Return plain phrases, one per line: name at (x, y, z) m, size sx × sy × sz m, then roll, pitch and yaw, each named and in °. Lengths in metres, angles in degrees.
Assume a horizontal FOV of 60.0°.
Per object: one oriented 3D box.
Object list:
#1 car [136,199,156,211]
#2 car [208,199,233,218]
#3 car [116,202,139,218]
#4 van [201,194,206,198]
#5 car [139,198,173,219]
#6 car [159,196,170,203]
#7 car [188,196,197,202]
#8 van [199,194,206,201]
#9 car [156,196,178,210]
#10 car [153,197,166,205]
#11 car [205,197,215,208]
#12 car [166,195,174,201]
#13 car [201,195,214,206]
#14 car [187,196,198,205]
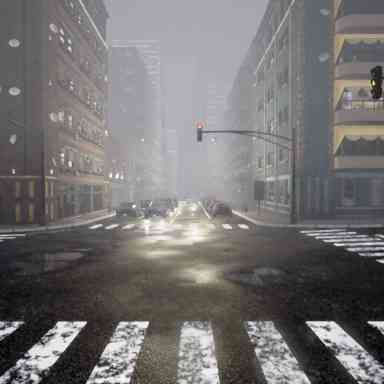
car at (-5.670, 1.573, 41.341) m, size 1.947 × 1.339 × 4.313 m, roll 0°, pitch 0°, yaw 0°
car at (2.704, 1.584, 30.277) m, size 1.802 × 1.307 × 4.206 m, roll 0°, pitch 0°, yaw 0°
car at (-5.677, 1.568, 30.294) m, size 1.947 × 1.339 × 4.313 m, roll 0°, pitch 0°, yaw 0°
van at (2.716, 1.354, 52.370) m, size 1.690 × 1.788 × 3.998 m, roll 0°, pitch 0°, yaw 0°
car at (-3.082, 1.550, 29.800) m, size 2.033 × 1.411 × 5.357 m, roll 0°, pitch 0°, yaw 0°
car at (-5.653, 1.605, 68.959) m, size 1.802 × 1.307 × 4.206 m, roll 0°, pitch 0°, yaw 0°
car at (0.045, 1.452, 69.770) m, size 1.895 × 1.301 × 4.718 m, roll 0°, pitch 0°, yaw 0°
van at (2.736, 1.379, 85.512) m, size 1.690 × 1.788 × 3.998 m, roll -1°, pitch 0°, yaw 0°
car at (-3.072, 1.511, 39.918) m, size 1.837 × 1.490 × 4.892 m, roll 0°, pitch 0°, yaw 0°
car at (-5.660, 1.561, 57.912) m, size 1.887 × 1.381 × 4.507 m, roll 0°, pitch 0°, yaw 0°
car at (2.707, 1.570, 35.800) m, size 1.947 × 1.339 × 4.313 m, roll 0°, pitch 0°, yaw 0°
car at (-5.643, 1.563, 85.359) m, size 1.752 × 1.417 × 4.829 m, roll 0°, pitch 0°, yaw 0°
car at (2.714, 1.554, 46.847) m, size 1.887 × 1.381 × 4.507 m, roll 0°, pitch 0°, yaw 0°
car at (0.038, 1.543, 59.734) m, size 1.812 × 1.442 × 4.674 m, roll 0°, pitch 0°, yaw 0°
